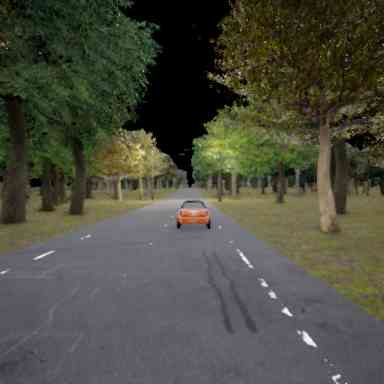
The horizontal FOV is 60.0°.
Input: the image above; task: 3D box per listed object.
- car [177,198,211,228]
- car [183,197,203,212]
[{"bbox_3d":[0.112,1.324,22.088,2.097,1.767,4.553,0,0,0],"label":"car"},{"bbox_3d":[0.119,1.421,38.583,2.128,1.511,4.902,0,0,0],"label":"car"}]
